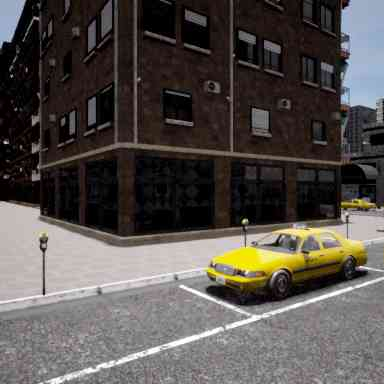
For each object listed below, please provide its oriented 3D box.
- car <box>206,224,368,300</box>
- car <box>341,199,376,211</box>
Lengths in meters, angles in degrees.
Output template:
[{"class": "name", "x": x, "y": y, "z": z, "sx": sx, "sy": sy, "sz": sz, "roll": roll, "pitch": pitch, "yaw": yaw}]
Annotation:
[{"class": "car", "x": 2.562, "y": 1.525, "z": 8.395, "sx": 4.829, "sy": 1.417, "sz": 1.752, "roll": 0, "pitch": 0, "yaw": -36}, {"class": "car", "x": 19.235, "y": 1.469, "z": 39.617, "sx": 1.752, "sy": 1.417, "sz": 4.829, "roll": 0, "pitch": 0, "yaw": -35}]
